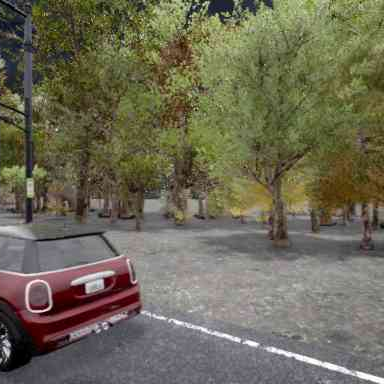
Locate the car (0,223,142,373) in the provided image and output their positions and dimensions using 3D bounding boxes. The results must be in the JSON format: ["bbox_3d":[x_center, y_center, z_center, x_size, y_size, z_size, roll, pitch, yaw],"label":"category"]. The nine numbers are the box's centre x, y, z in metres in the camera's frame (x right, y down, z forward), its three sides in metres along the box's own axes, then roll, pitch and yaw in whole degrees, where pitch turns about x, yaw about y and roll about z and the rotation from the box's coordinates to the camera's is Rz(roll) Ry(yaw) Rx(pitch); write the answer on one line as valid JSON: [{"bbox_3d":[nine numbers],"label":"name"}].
[{"bbox_3d":[-3.085,1.348,5.882,4.553,1.767,2.097,0,0,36],"label":"car"}]
